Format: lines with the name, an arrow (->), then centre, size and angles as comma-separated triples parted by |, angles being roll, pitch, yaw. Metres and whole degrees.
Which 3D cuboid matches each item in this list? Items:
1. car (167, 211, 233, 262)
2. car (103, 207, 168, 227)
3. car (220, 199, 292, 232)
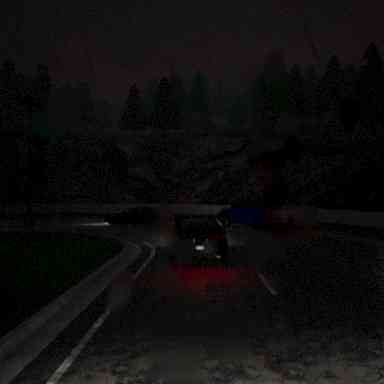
car -> 0.144, 1.618, 12.803 | 1.882, 1.535, 5.008 | 0, -1, -3
car -> -3.919, 1.811, 24.726 | 5.357, 1.411, 2.033 | 0, -1, 22
car -> 4.063, 1.471, 22.340 | 2.150, 2.045, 5.566 | 1, -1, -35
